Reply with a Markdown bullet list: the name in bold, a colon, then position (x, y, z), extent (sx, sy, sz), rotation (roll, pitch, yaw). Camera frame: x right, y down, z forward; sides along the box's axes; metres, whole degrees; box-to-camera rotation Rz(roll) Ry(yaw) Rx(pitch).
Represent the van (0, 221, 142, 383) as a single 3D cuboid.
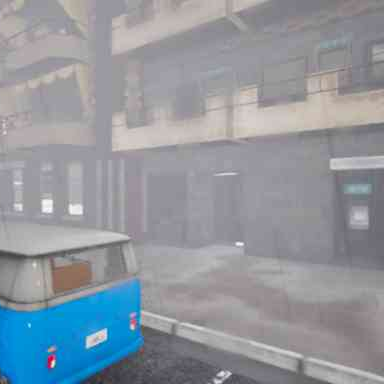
- **van**: position (-2.545, 1.354, 4.665), extent (3.998, 1.788, 1.690), rotation (0, 0, 35)
